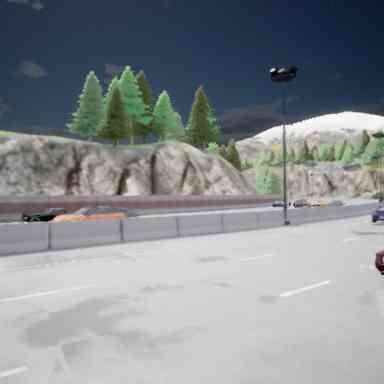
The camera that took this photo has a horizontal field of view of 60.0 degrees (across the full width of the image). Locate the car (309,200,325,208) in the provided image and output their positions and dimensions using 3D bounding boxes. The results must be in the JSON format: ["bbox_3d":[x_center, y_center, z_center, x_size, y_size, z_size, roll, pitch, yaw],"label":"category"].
[{"bbox_3d":[22.114,2.069,56.841,1.882,1.535,5.008,-1,-1,35],"label":"car"}]

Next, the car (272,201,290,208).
[{"bbox_3d":[16.088,2.285,60.371,1.895,1.301,4.718,-1,-1,34],"label":"car"}]

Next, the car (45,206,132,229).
[{"bbox_3d":[-6.488,1.686,21.087,4.553,1.767,2.097,0,-1,-38],"label":"car"}]

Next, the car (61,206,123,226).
[{"bbox_3d":[-8.477,1.972,28.419,4.674,1.442,1.812,0,-1,-39],"label":"car"}]

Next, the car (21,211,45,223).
[{"bbox_3d":[-12.540,2.094,29.615,4.718,1.301,1.895,0,-1,-38],"label":"car"}]

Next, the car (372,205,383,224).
[{"bbox_3d":[15.857,1.765,26.611,1.812,1.442,4.674,-1,-1,44],"label":"car"}]

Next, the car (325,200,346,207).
[{"bbox_3d":[22.359,2.019,51.055,1.837,1.490,4.892,-1,-1,36],"label":"car"}]

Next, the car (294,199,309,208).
[{"bbox_3d":[19.965,2.021,59.863,2.097,1.767,4.553,-1,-1,33],"label":"car"}]

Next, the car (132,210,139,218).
[{"bbox_3d":[-6.452,1.886,25.568,4.902,1.511,2.128,0,-1,-39],"label":"car"}]

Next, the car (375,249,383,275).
[{"bbox_3d":[6.860,1.674,8.955,4.718,1.301,1.895,0,-1,-39],"label":"car"}]
